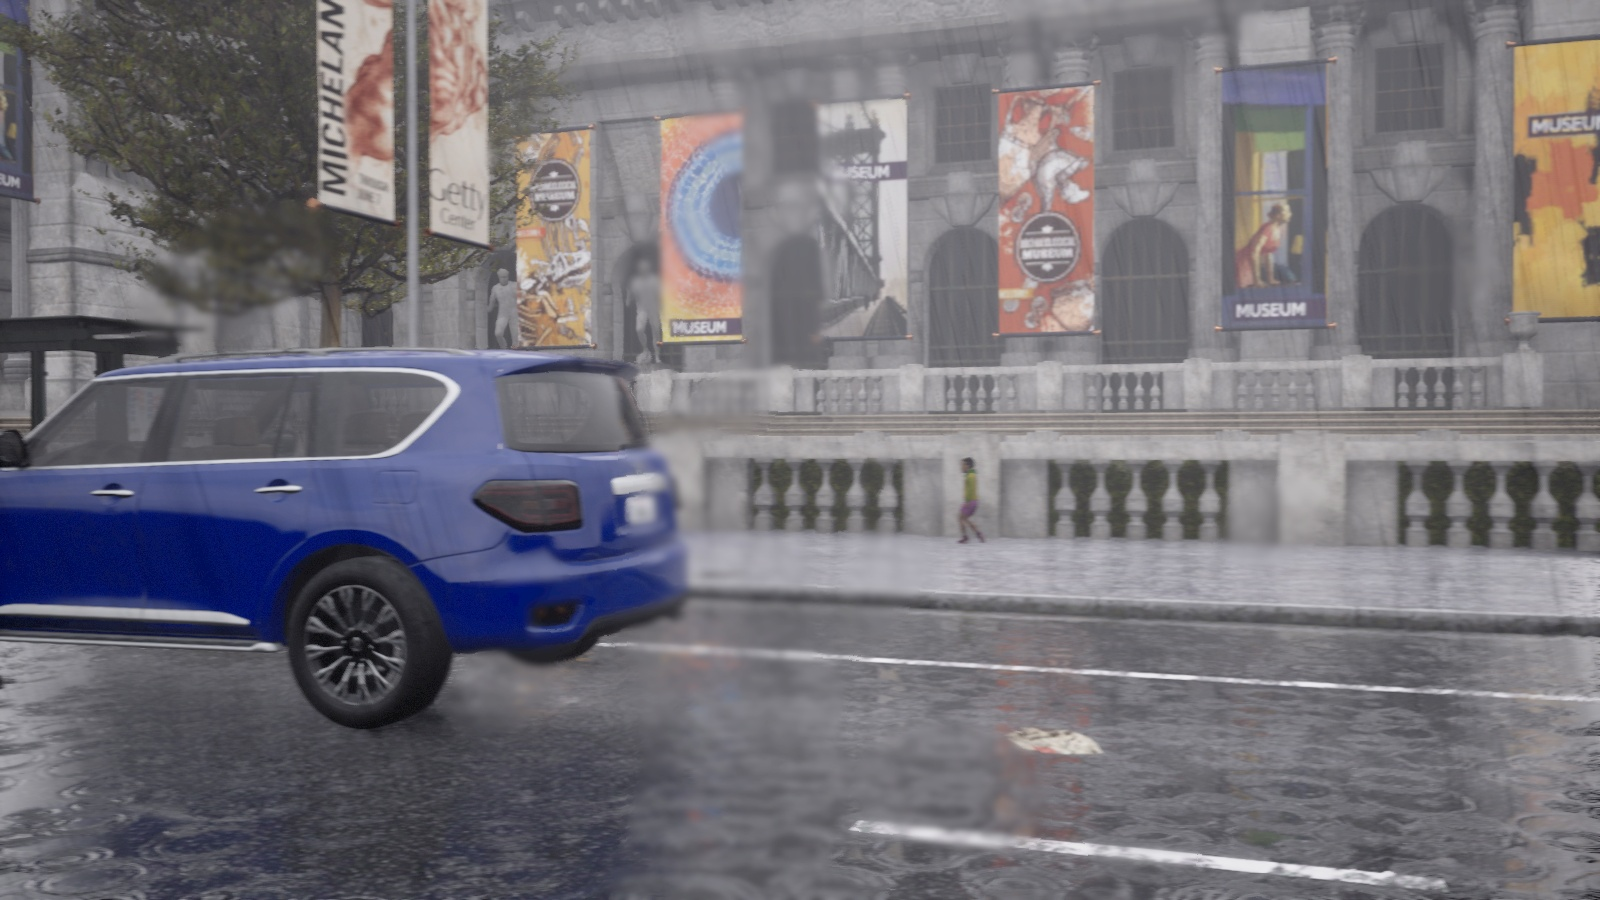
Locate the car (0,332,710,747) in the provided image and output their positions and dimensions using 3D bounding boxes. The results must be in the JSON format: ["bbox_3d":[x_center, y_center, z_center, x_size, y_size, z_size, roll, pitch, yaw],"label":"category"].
[{"bbox_3d":[-3.573,0.403,8.084,5.566,2.045,2.150,1,1,19],"label":"car"}]

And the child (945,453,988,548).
[{"bbox_3d":[2.067,0.621,15.585,0.473,1.160,0.299,1,1,18],"label":"child"}]
